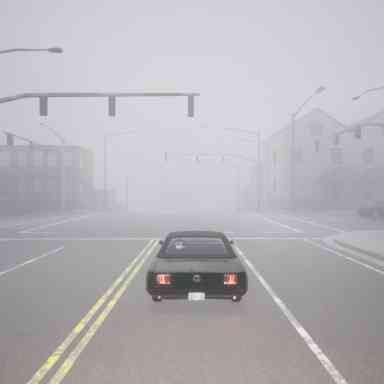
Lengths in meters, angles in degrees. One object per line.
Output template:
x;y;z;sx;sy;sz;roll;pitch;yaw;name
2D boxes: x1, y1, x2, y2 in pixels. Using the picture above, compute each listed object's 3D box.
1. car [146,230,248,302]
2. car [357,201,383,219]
0.106;1.601;8.234;1.895;1.301;4.718;0;0;0;car
16.674;1.477;28.200;5.008;1.535;1.882;0;0;-1;car
